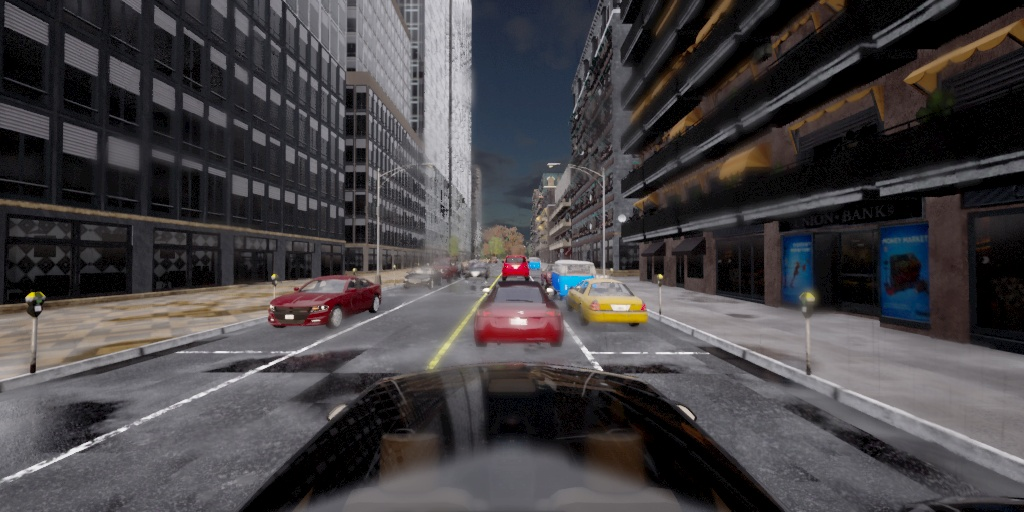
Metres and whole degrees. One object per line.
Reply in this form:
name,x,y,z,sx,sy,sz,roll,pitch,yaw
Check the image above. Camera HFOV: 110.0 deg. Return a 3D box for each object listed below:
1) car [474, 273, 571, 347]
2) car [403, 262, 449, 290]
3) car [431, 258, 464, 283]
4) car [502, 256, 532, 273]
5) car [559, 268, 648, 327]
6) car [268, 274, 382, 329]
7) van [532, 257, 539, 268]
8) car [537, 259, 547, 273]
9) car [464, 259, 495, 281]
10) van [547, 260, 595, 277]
car,0.157,1.316,9.319,1.994,1.385,4.181,0,0,0
car,-5.527,1.306,22.625,2.007,1.370,4.403,0,0,0
car,-5.483,1.072,28.282,2.192,1.841,5.009,0,0,0
car,0.318,0.980,30.070,2.150,2.045,5.566,0,0,1
car,2.766,1.278,11.422,1.751,1.417,4.829,0,0,0
car,-5.616,1.298,11.311,1.888,1.381,4.507,0,0,0
van,3.076,1.106,50.852,1.690,1.789,3.998,0,0,0
car,2.853,1.196,22.566,1.967,1.591,4.097,0,0,0
car,-2.868,1.250,30.693,2.128,1.511,4.902,0,0,1
van,2.809,1.095,16.909,1.690,1.789,3.998,0,0,0
